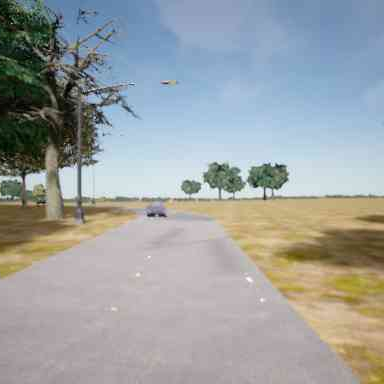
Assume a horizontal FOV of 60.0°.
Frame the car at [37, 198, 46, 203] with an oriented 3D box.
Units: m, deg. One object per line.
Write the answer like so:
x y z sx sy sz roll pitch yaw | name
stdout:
-28.322 1.852 65.264 4.674 1.442 1.812 0 -2 20 | car

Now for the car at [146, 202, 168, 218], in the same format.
-3.476 1.735 32.959 2.033 1.411 5.357 0 0 -7 | car
